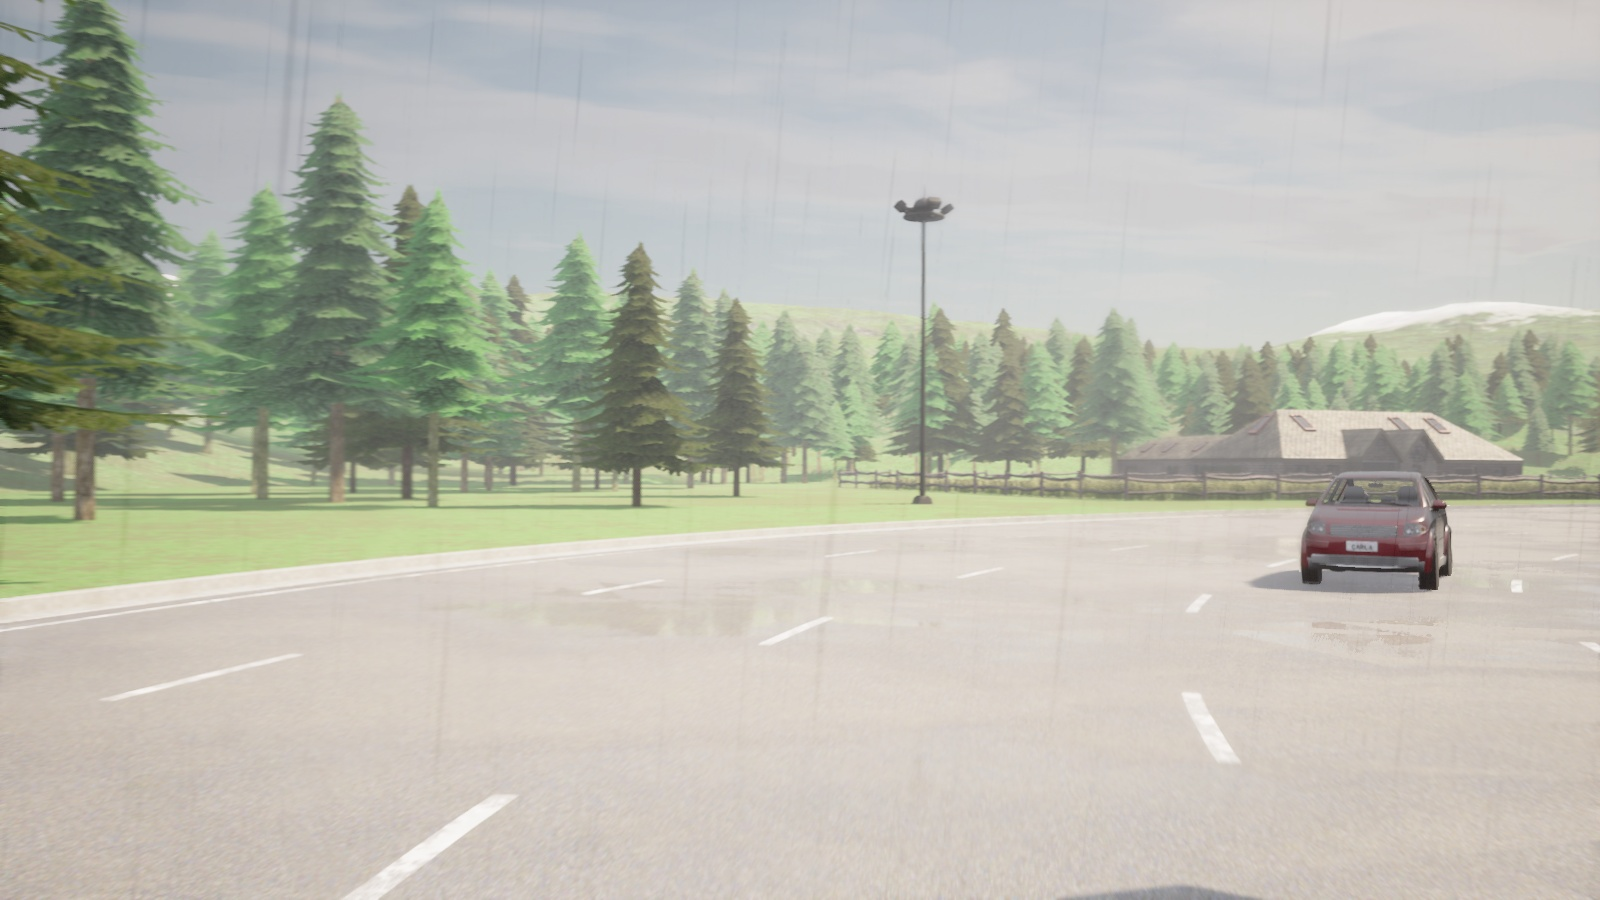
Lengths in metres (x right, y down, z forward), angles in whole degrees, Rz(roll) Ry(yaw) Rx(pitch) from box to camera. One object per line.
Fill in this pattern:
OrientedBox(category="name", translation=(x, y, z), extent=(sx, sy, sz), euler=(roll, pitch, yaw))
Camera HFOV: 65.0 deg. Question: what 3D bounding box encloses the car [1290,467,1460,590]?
OrientedBox(category="car", translation=(8.235, 1.015, 17.821), extent=(1.789, 1.549, 3.705), euler=(-1, -1, 31))
